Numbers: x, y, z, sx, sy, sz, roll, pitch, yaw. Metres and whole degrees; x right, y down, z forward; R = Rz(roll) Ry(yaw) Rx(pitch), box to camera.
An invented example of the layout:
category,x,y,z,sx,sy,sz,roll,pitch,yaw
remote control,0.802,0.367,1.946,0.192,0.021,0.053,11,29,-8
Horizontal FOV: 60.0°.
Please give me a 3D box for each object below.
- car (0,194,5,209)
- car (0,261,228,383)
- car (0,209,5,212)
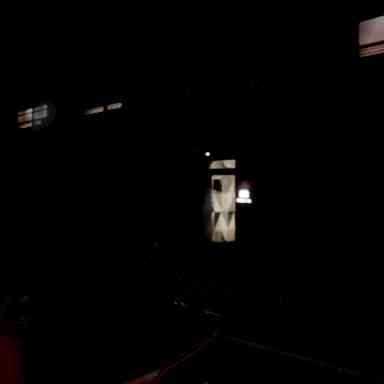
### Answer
category,x,y,z,sx,sy,sz,roll,pitch,yaw
car,-19.070,1.170,32.505,2.192,1.841,5.009,1,2,35
car,-1.742,1.559,4.106,4.507,1.381,1.887,0,0,35
car,-6.246,1.351,7.313,5.009,1.841,2.192,0,0,35
